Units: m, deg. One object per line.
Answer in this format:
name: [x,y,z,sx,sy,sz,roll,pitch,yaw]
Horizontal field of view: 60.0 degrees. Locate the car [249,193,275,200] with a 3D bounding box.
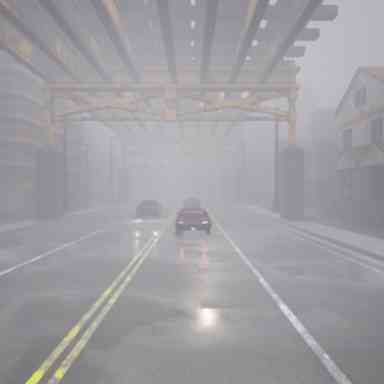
car: [13.174,0.822,62.487,4.536,1.218,1.853,0,1,-20]

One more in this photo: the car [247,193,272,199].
car: [13.489,0.774,66.606,4.536,1.218,1.853,0,1,25]

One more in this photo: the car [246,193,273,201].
car: [13.442,0.931,66.630,4.974,1.542,2.038,0,1,25]

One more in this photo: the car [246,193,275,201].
car: [13.125,0.980,62.470,4.974,1.542,2.038,0,1,-20]

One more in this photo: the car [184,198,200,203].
car: [0.013,1.361,40.095,1.994,1.385,4.181,0,1,0]

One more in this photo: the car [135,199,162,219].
car: [-3.657,1.419,28.684,1.837,1.490,4.892,0,0,0]

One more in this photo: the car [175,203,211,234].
car: [0.062,1.570,19.214,1.895,1.301,4.718,0,0,0]
